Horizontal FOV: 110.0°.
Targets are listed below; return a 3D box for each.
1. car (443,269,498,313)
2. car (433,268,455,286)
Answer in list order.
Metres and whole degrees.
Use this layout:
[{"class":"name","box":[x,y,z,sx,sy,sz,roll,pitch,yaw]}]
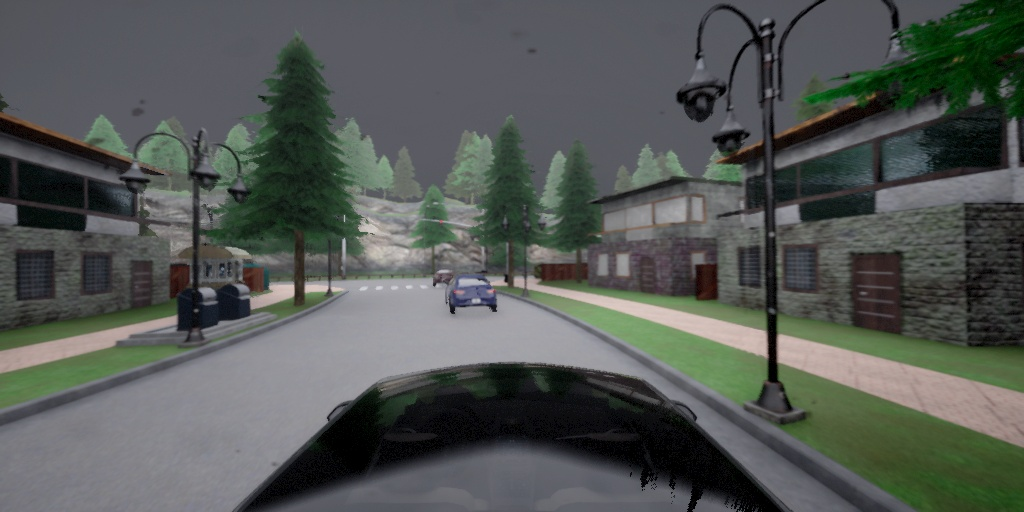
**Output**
[{"class":"car","box":[-1.788,1.469,15.081,1.812,1.442,4.674,0,-1,-13]},{"class":"car","box":[-5.331,1.671,29.618,1.812,1.442,4.674,0,0,-4]}]
